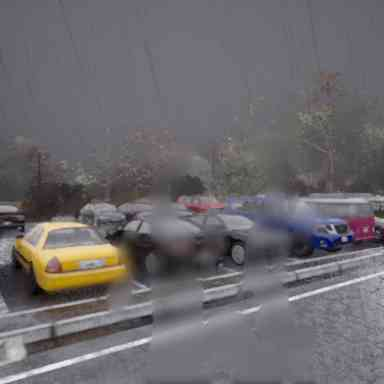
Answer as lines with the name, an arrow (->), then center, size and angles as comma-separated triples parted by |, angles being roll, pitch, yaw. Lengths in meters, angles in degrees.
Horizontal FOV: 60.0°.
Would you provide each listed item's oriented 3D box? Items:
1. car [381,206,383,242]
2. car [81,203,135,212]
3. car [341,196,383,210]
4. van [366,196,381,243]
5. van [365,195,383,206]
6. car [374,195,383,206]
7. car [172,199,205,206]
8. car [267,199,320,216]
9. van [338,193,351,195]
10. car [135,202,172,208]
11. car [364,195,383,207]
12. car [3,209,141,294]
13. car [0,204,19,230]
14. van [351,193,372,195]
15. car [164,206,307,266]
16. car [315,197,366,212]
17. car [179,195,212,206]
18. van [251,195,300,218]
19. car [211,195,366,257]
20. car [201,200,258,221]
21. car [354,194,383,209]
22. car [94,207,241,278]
car -> 8.170, 1.568, 16.776 | 2.002, 1.452, 4.674 | 0, 0, -35
car -> -6.035, 1.470, 22.166 | 2.231, 1.521, 4.892 | 0, 0, -35
car -> 21.600, 1.329, 41.591 | 2.097, 1.535, 5.008 | -1, 0, -35
van -> 5.794, 1.283, 15.244 | 1.878, 1.987, 4.442 | 0, 0, -35
van -> 10.318, 1.317, 18.426 | 1.878, 1.987, 4.442 | 0, 0, -35
car -> 28.528, 1.237, 46.464 | 2.097, 1.535, 5.008 | -1, 0, -35
car -> -1.497, 1.536, 25.313 | 2.163, 1.488, 4.792 | 0, 0, -35
car -> 10.139, 1.511, 33.566 | 2.163, 1.488, 4.792 | -1, 0, -35
van -> 14.705, 1.194, 36.881 | 1.878, 1.987, 4.442 | -1, 0, -35
car -> -3.807, 1.517, 23.688 | 2.163, 1.488, 4.792 | 0, 0, -35
car -> 26.224, 1.268, 44.831 | 2.097, 1.535, 5.008 | -1, 0, -35
car -> -3.491, 1.429, 8.797 | 1.946, 1.575, 5.366 | 0, 0, -35
car -> -10.751, 1.430, 18.837 | 2.097, 1.535, 5.008 | 0, 0, -35
van -> 19.328, 1.133, 40.129 | 1.878, 1.987, 4.442 | -1, 0, -35
car -> 1.235, 1.470, 11.901 | 2.097, 1.535, 5.008 | 0, 0, -35
car -> 17.082, 1.390, 38.416 | 2.231, 1.521, 4.892 | -1, 0, -35
car -> 0.813, 1.274, 26.939 | 2.435, 2.045, 5.566 | 0, 0, -35
van -> 7.911, 1.286, 31.817 | 1.878, 1.987, 4.442 | -1, 1, -35
car -> 3.567, 1.238, 13.501 | 2.435, 2.045, 5.566 | 0, 0, -35
car -> 3.118, 1.541, 28.587 | 2.097, 1.535, 5.008 | 1, 0, -35
car -> 23.893, 1.173, 43.236 | 2.185, 1.767, 4.553 | -1, 0, -35
car -> -1.070, 1.451, 10.267 | 2.097, 1.535, 5.008 | 0, 0, -35
